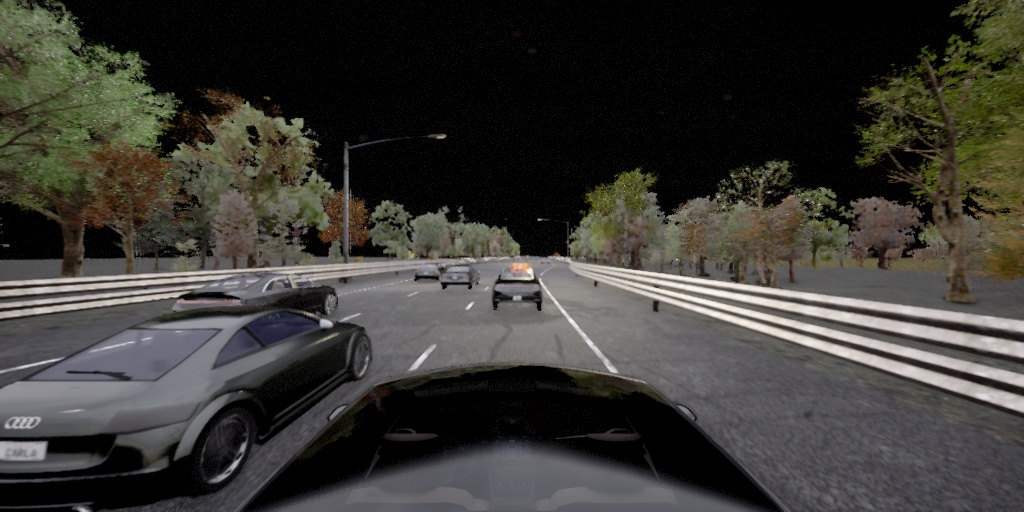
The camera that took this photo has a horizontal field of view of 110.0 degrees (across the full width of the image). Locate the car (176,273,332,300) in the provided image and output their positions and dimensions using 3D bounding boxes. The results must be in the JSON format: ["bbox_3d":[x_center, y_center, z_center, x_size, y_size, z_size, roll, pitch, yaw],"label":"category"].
[{"bbox_3d":[-6.839,1.217,10.266,2.128,1.511,4.902,0,0,1],"label":"car"}]

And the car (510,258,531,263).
[{"bbox_3d":[0.882,1.016,36.360,2.097,1.767,4.553,0,0,2],"label":"car"}]

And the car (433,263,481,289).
[{"bbox_3d":[-3.118,1.242,22.477,2.033,1.411,5.357,0,0,2],"label":"car"}]

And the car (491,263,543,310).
[{"bbox_3d":[0.217,1.206,14.532,2.128,1.511,4.902,0,0,1],"label":"car"}]

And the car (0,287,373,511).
[{"bbox_3d":[-3.379,1.306,4.484,1.994,1.385,4.181,0,0,0],"label":"car"}]

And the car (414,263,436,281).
[{"bbox_3d":[-6.412,1.243,29.015,1.994,1.385,4.181,0,0,2],"label":"car"}]
